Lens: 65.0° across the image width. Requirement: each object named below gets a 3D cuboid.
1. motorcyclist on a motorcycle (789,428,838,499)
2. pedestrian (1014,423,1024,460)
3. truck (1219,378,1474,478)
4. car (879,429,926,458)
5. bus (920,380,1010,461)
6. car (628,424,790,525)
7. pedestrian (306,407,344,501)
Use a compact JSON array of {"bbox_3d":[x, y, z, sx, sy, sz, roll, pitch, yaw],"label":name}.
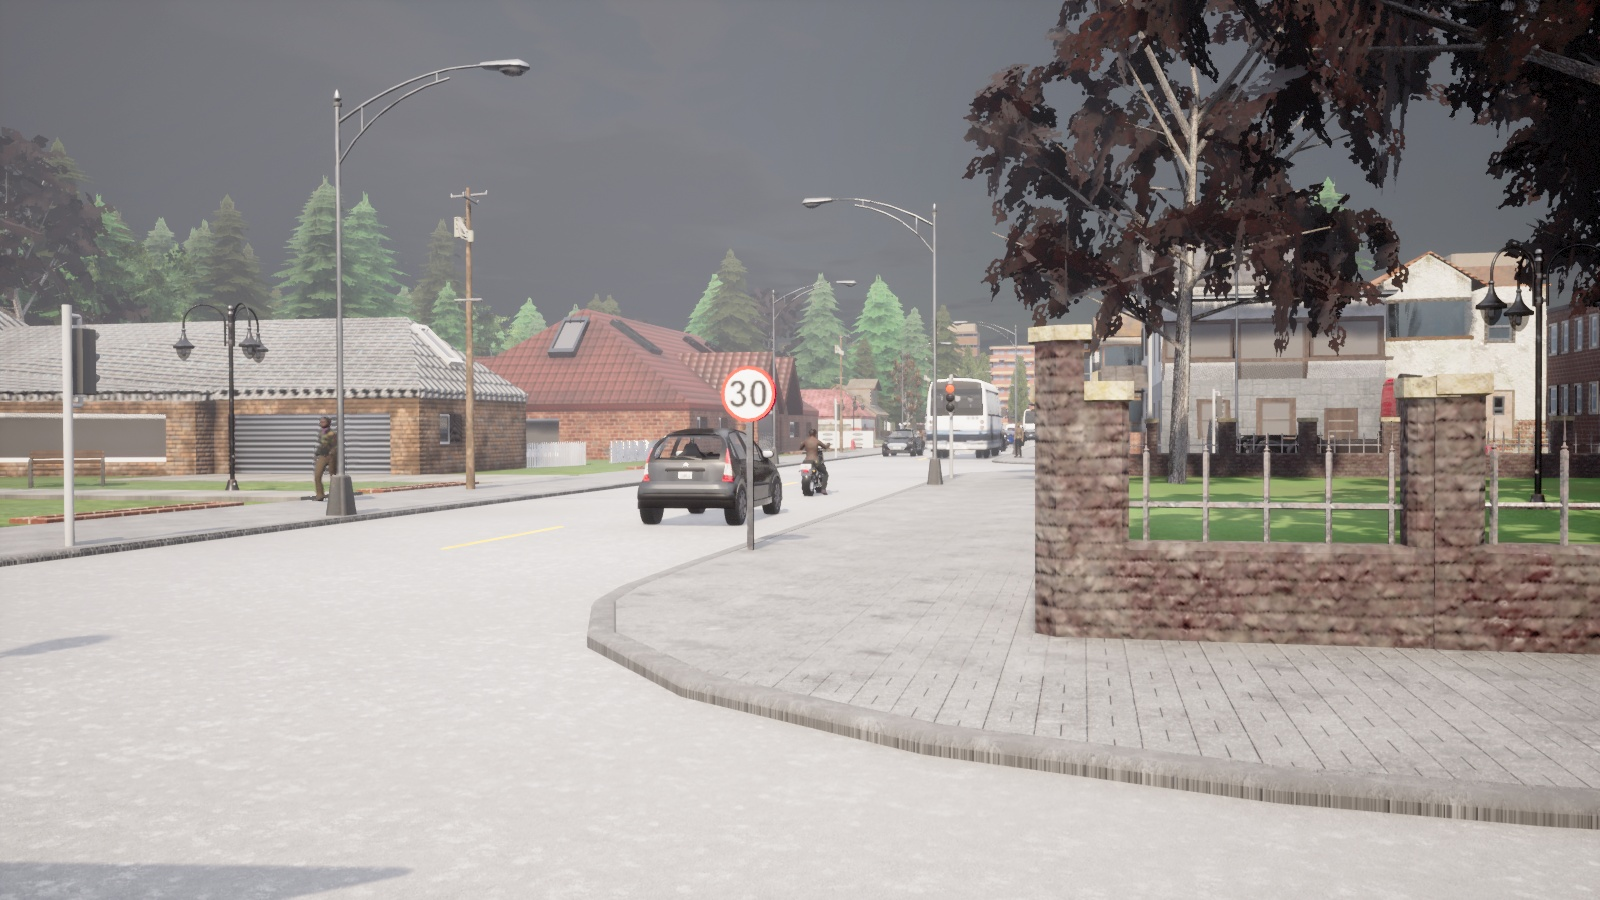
[{"bbox_3d":[0.351,0.291,30.437,0.766,1.649,2.350,0,1,11],"label":"motorcyclist on a motorcycle"},{"bbox_3d":[11.078,-0.441,63.629,0.331,1.846,0.634,1,1,26],"label":"pedestrian"},{"bbox_3d":[19.511,-0.808,45.311,7.936,3.462,2.891,0,1,9],"label":"truck"},{"bbox_3d":[6.098,-0.406,74.007,2.033,1.649,4.856,0,1,13],"label":"car"},{"bbox_3d":[9.550,-1.656,71.324,3.944,4.253,10.273,0,1,14],"label":"bus"},{"bbox_3d":[-1.500,0.362,22.292,1.851,1.617,3.988,0,1,12],"label":"car"},{"bbox_3d":[-9.868,0.081,26.106,0.395,1.930,0.692,1,1,19],"label":"pedestrian"}]
